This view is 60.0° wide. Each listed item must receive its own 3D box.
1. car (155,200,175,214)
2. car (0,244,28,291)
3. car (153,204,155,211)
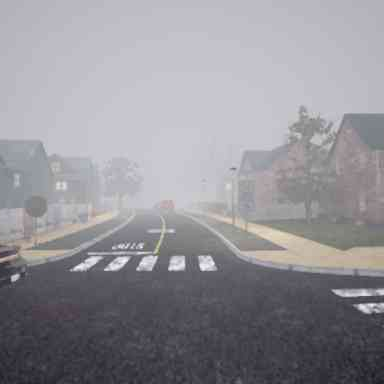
[{"bbox_3d":[-3.970,2.197,50.762,2.150,2.045,5.566,0,-1,-10],"label":"car"},{"bbox_3d":[-6.131,1.696,7.007,4.902,1.511,2.128,-3,-1,0],"label":"car"},{"bbox_3d":[-6.058,2.722,61.103,1.882,1.535,5.008,0,-2,-14],"label":"car"}]
